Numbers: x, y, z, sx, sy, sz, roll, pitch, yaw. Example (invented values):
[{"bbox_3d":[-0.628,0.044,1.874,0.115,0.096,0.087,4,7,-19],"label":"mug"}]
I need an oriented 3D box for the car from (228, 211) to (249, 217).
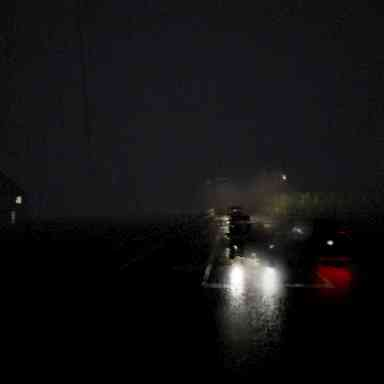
[{"bbox_3d":[3.829,2.478,26.000,1.812,1.442,4.674,-2,-2,6],"label":"car"}]

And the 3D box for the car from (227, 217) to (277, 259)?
[{"bbox_3d":[2.627,2.101,15.292,2.033,1.411,5.357,-2,-2,6],"label":"car"}]

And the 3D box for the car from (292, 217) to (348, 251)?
[{"bbox_3d":[6.331,2.042,16.877,1.837,1.490,4.892,-2,-2,7],"label":"car"}]

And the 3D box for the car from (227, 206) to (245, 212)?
[{"bbox_3d":[6.307,2.994,47.783,2.150,2.045,5.566,-2,-3,7],"label":"car"}]
